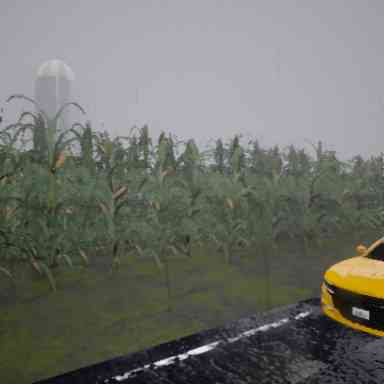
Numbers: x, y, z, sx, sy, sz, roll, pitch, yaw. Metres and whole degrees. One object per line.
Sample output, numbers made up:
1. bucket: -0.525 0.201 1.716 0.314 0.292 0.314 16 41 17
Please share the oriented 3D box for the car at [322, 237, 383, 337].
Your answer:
1. car: 4.473 1.480 6.261 5.008 1.535 1.882 0 0 -35
